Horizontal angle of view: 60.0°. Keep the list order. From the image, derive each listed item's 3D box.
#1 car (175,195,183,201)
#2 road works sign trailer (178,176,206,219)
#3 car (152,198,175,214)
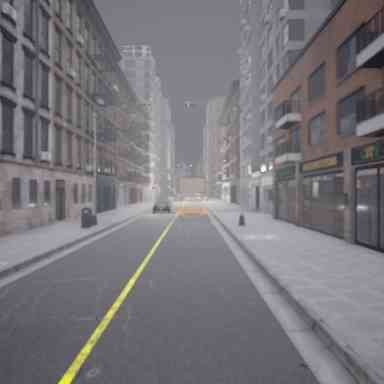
[{"bbox_3d":[-2.976,1.377,75.754,1.994,1.385,4.181,0,0,0],"label":"car"},{"bbox_3d":[0.015,0.440,28.317,2.380,3.560,2.880,0,0,0],"label":"road works sign trailer"},{"bbox_3d":[-3.081,1.472,35.326,1.837,1.490,4.892,0,0,0],"label":"car"}]
